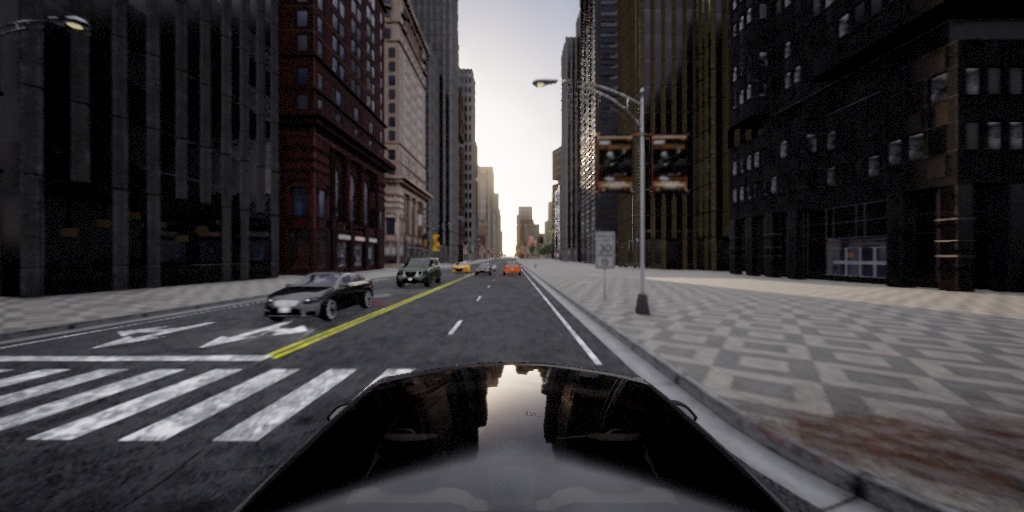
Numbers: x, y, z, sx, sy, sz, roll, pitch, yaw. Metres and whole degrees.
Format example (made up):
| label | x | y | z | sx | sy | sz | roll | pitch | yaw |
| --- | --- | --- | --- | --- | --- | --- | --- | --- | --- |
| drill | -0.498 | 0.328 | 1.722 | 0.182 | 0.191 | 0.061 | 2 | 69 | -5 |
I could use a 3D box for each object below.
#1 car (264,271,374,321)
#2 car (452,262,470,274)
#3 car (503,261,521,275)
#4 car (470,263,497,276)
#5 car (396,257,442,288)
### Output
| label | x | y | z | sx | sy | sz | roll | pitch | yaw |
| --- | --- | --- | --- | --- | --- | --- | --- | --- | --- |
| car | -6.590 | 1.312 | 12.853 | 2.128 | 1.511 | 4.902 | 0 | 0 | 0 |
| car | -6.490 | 1.469 | 46.493 | 1.882 | 1.535 | 5.008 | 0 | -1 | 0 |
| car | 0.016 | 1.312 | 41.939 | 2.097 | 1.767 | 4.553 | 0 | 0 | 0 |
| car | -3.235 | 1.510 | 41.552 | 2.033 | 1.411 | 5.357 | 0 | 0 | 0 |
| car | -6.575 | 1.102 | 25.994 | 2.150 | 2.045 | 5.566 | 0 | 1 | 1 |
